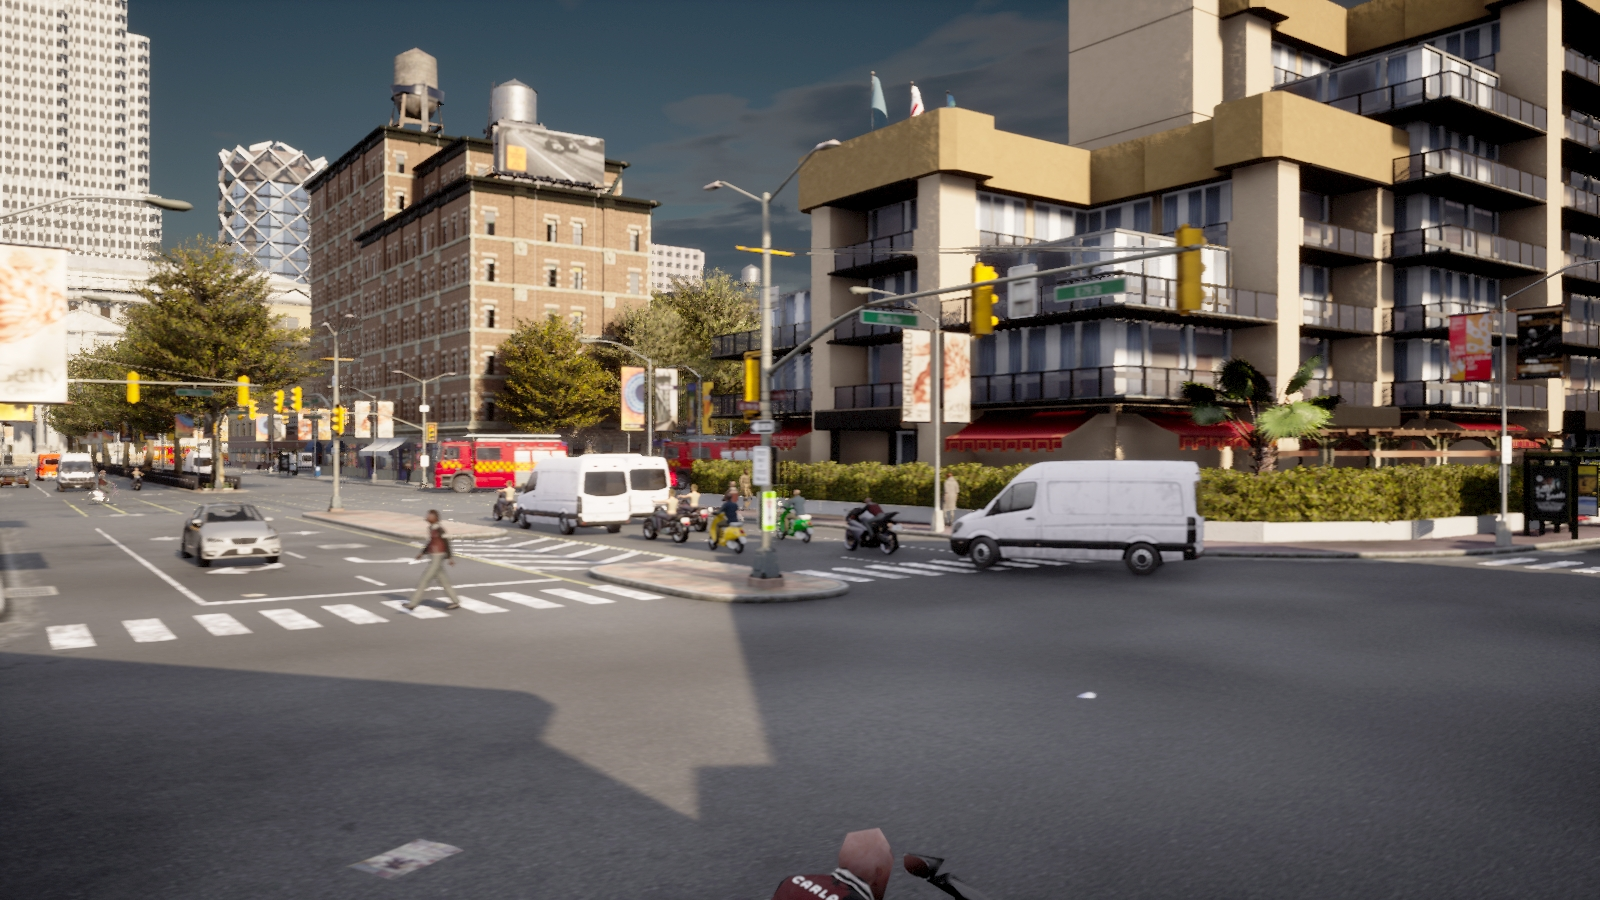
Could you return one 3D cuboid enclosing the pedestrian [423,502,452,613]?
[{"bbox_3d":[-6.268,1.849,19.753,0.375,1.860,0.375,0,0,-36],"label":"pedestrian"}]

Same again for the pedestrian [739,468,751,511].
[{"bbox_3d":[-2.363,1.698,49.392,0.375,1.860,0.375,0,0,-42],"label":"pedestrian"}]

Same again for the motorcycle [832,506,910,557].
[{"bbox_3d":[1.925,2.205,31.329,0.867,1.251,2.209,0,0,-38],"label":"motorcycle"}]

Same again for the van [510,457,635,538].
[{"bbox_3d":[-7.979,1.534,39.584,1.988,2.561,5.915,0,0,-35],"label":"van"}]

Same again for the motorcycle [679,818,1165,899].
[{"bbox_3d":[0.183,2.205,3.906,2.209,1.251,0.867,0,0,-35],"label":"motorcycle"}]

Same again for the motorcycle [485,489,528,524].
[{"bbox_3d":[-11.402,2.170,44.342,0.764,1.277,2.356,0,0,-36],"label":"motorcycle"}]

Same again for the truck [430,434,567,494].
[{"bbox_3d":[-19.910,0.890,75.475,8.468,3.827,2.891,0,0,-21],"label":"truck"}]

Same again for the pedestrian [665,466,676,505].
[{"bbox_3d":[-6.264,1.696,55.255,0.375,1.860,0.375,0,0,-34],"label":"pedestrian"}]

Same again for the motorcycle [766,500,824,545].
[{"bbox_3d":[-0.171,2.182,34.750,0.856,1.236,1.805,0,0,-36],"label":"motorcycle"}]

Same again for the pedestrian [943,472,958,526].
[{"bbox_3d":[5.215,1.696,39.546,0.375,1.860,0.375,0,0,-25],"label":"pedestrian"}]

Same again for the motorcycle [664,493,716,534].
[{"bbox_3d":[-3.819,2.170,39.491,0.764,1.277,2.356,0,0,-34],"label":"motorcycle"}]

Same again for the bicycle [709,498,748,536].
[{"bbox_3d":[-2.382,2.210,37.875,0.329,1.171,1.835,0,0,-36],"label":"bicycle"}]

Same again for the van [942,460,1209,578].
[{"bbox_3d":[6.525,1.534,27.261,5.915,2.561,1.988,0,0,25],"label":"van"}]

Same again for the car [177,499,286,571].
[{"bbox_3d":[-14.318,2.066,28.674,1.816,1.474,4.193,0,0,-36],"label":"car"}]

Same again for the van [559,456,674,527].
[{"bbox_3d":[-7.250,1.534,44.614,1.988,2.561,5.915,0,0,-36],"label":"van"}]
